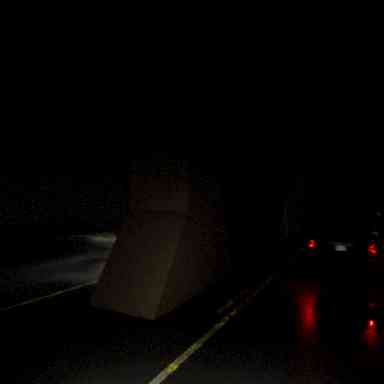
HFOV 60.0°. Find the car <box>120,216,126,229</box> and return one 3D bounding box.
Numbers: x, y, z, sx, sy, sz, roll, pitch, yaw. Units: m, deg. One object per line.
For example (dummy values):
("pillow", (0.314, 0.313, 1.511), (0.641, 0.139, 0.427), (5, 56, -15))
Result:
("car", (-2.336, 1.648, 20.321), (1.882, 1.535, 5.008), (2, -1, 26))

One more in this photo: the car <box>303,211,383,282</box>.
("car", (5.139, 1.665, 11.273), (2.097, 1.767, 4.553), (2, -1, 26))

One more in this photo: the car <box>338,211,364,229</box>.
("car", (14.358, 2.455, 29.947), (1.895, 1.301, 4.718), (2, -1, 26))

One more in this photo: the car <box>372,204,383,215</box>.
("car", (20.852, 2.362, 35.549), (2.150, 2.045, 5.566), (2, -1, 28))
